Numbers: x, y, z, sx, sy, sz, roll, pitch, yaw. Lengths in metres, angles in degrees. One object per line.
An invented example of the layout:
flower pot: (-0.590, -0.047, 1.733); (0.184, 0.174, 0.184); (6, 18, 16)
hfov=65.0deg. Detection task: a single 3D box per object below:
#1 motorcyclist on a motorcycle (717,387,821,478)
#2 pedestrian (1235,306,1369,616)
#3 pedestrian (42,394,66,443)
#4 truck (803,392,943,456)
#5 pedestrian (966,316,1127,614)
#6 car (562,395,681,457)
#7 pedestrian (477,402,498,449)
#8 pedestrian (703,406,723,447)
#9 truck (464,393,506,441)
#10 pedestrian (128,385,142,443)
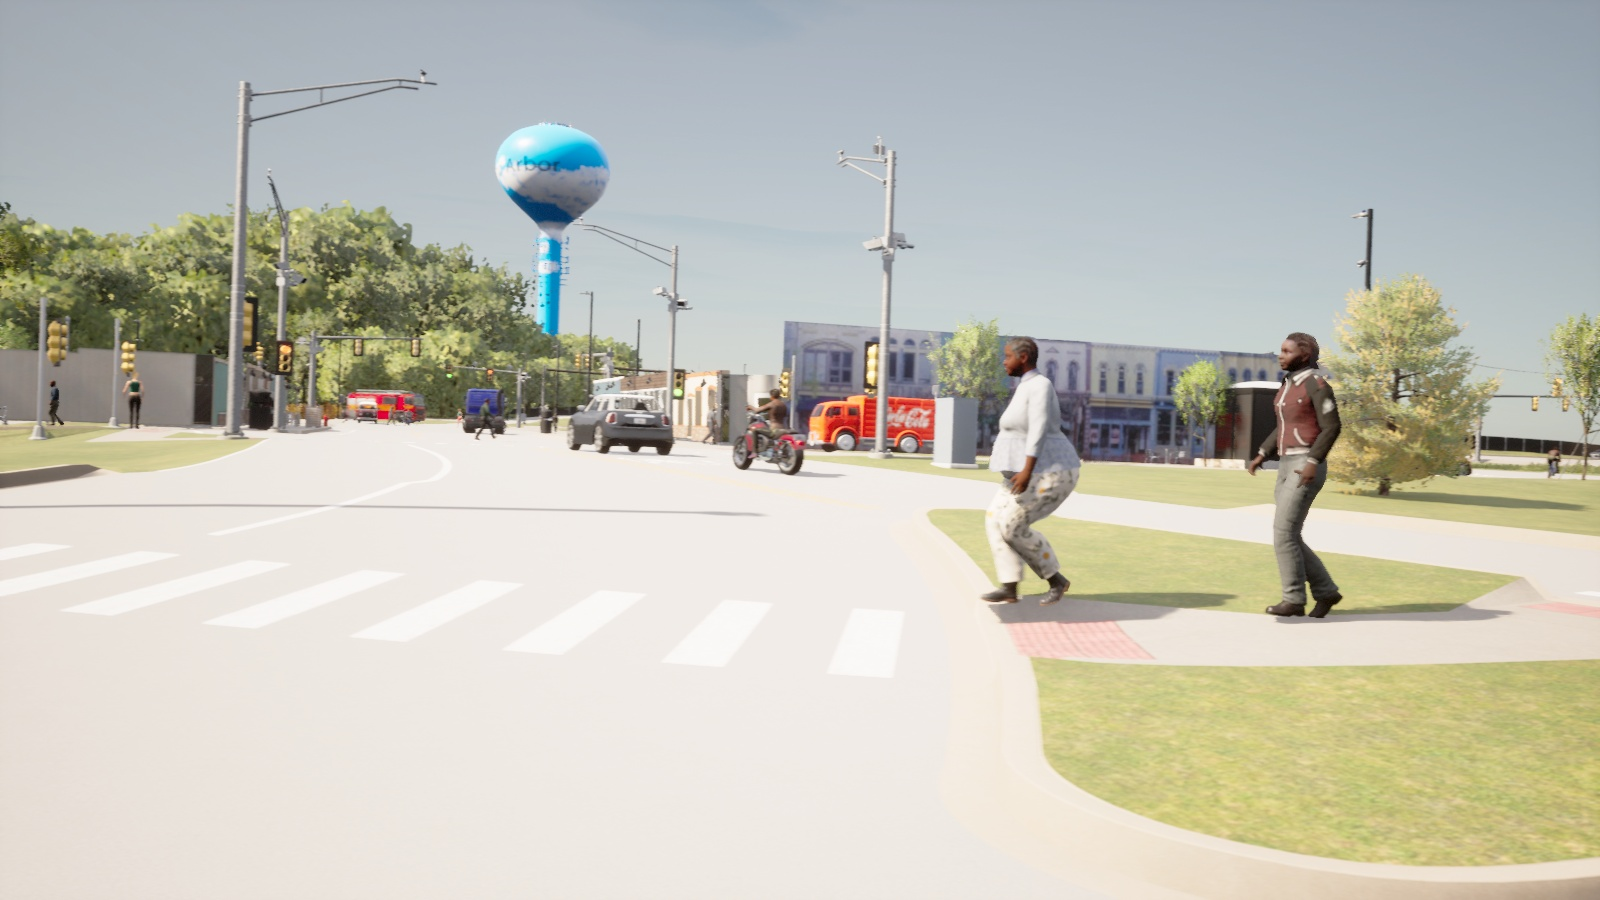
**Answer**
motorcyclist on a motorcycle: (-0.620, -0.350, 23.919); (0.766, 1.649, 2.350); (0, 2, -35)
pedestrian: (3.208, 0.068, 8.049); (0.666, 1.930, 0.402); (1, 0, 0)
pedestrian: (-28.505, -1.199, 47.991); (0.726, 1.835, 0.370); (1, 0, -27)
truck: (3.030, -1.058, 52.406); (5.204, 2.467, 2.627); (1, 0, -16)
pedestrian: (1.600, 0.089, 8.309); (0.900, 1.855, 0.874); (1, 0, 3)
car: (-4.612, -0.605, 31.990); (1.970, 1.475, 3.806); (1, 1, -25)
pedestrian: (-13.126, -1.037, 52.706); (0.788, 1.949, 0.423); (1, 0, -21)
pedestrian: (-3.916, -1.064, 56.605); (0.694, 1.848, 0.540); (1, 0, -29)
truck: (-23.580, -2.438, 94.159); (2.891, 3.462, 7.936); (0, 1, -13)
pedestrian: (-21.083, -1.134, 39.828); (0.345, 1.836, 0.594); (1, 0, -27)
